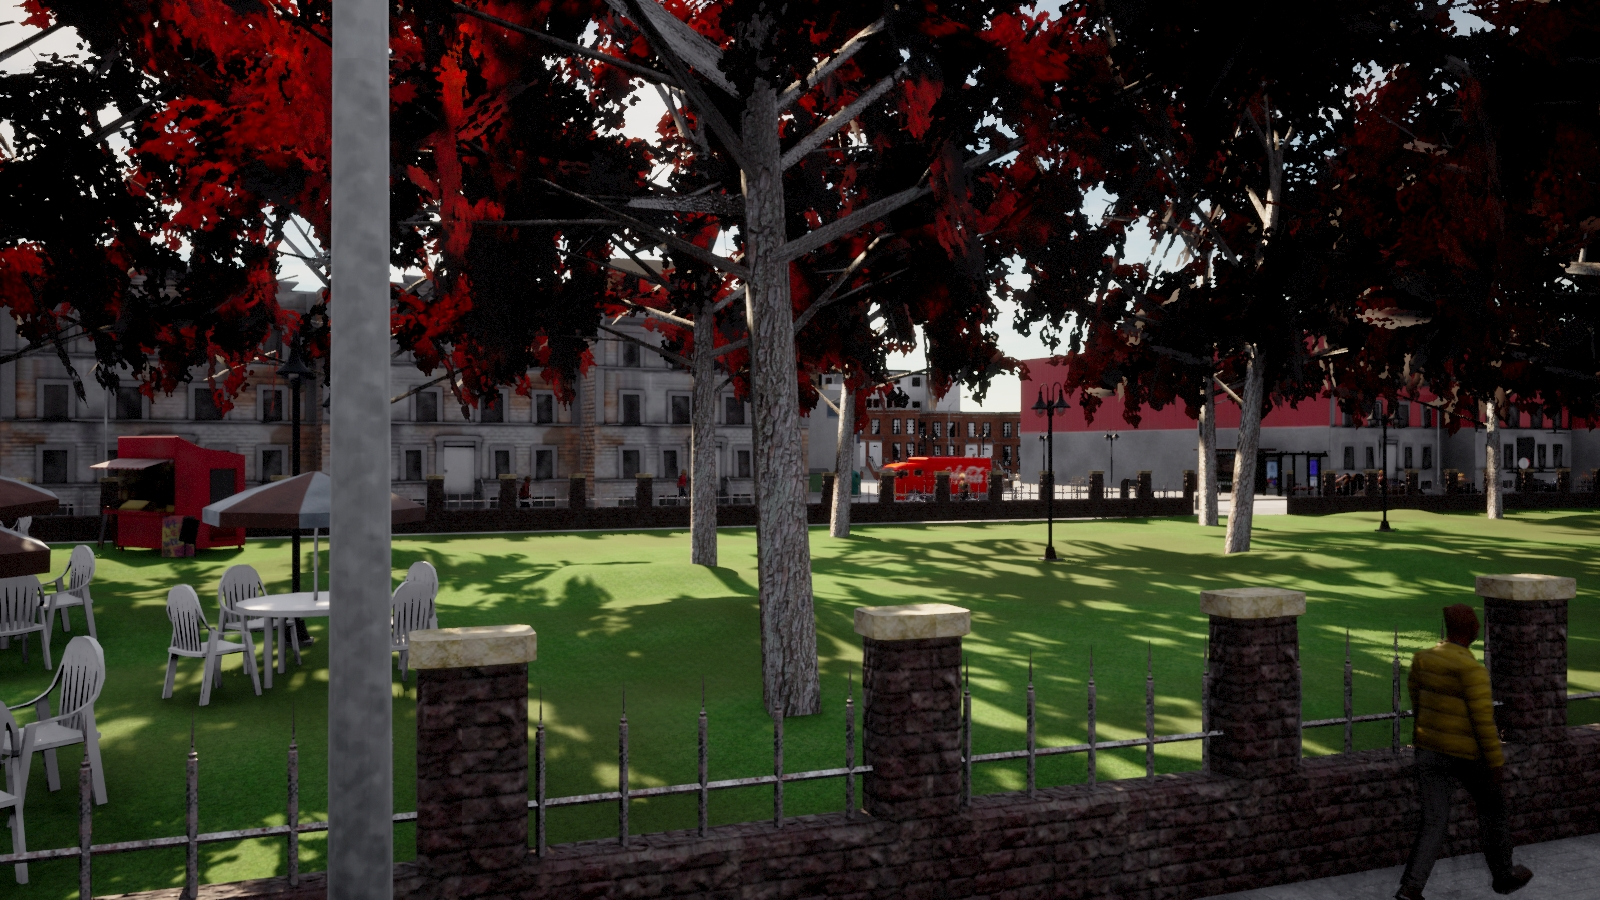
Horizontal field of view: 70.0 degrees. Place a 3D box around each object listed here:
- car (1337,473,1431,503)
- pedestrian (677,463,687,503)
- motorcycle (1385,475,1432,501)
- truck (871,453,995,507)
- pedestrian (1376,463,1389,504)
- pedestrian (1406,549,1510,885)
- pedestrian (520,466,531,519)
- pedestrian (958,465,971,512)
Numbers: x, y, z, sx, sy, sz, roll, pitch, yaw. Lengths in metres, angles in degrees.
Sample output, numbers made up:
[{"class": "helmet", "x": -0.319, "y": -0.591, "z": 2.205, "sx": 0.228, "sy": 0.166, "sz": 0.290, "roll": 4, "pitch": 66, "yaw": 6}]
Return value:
[{"class": "car", "x": 29.992, "y": 1.930, "z": 58.701, "sx": 4.181, "sy": 1.385, "sz": 1.994, "roll": -1, "pitch": 0, "yaw": -20}, {"class": "pedestrian", "x": -5.549, "y": 1.530, "z": 53.721, "sx": 0.375, "sy": 1.860, "sz": 0.375, "roll": 0, "pitch": 0, "yaw": -20}, {"class": "motorcycle", "x": 31.582, "y": 1.970, "z": 59.282, "sx": 2.356, "sy": 1.277, "sz": 0.764, "roll": 0, "pitch": 0, "yaw": -20}, {"class": "truck", "x": 6.303, "y": 1.358, "z": 54.322, "sx": 5.204, "sy": 2.467, "sz": 2.627, "roll": 0, "pitch": 0, "yaw": -20}, {"class": "pedestrian", "x": 26.684, "y": 1.542, "z": 52.380, "sx": 0.375, "sy": 1.860, "sz": 0.375, "roll": 0, "pitch": 0, "yaw": -19}, {"class": "pedestrian", "x": 3.848, "y": 1.527, "z": 6.687, "sx": 0.375, "sy": 1.860, "sz": 0.375, "roll": 0, "pitch": 0, "yaw": -20}, {"class": "pedestrian", "x": -9.887, "y": 1.527, "z": 41.130, "sx": 0.375, "sy": 1.860, "sz": 0.375, "roll": 0, "pitch": 0, "yaw": -16}, {"class": "pedestrian", "x": 6.580, "y": 1.532, "z": 45.786, "sx": 0.375, "sy": 1.860, "sz": 0.375, "roll": 0, "pitch": 0, "yaw": -34}]
